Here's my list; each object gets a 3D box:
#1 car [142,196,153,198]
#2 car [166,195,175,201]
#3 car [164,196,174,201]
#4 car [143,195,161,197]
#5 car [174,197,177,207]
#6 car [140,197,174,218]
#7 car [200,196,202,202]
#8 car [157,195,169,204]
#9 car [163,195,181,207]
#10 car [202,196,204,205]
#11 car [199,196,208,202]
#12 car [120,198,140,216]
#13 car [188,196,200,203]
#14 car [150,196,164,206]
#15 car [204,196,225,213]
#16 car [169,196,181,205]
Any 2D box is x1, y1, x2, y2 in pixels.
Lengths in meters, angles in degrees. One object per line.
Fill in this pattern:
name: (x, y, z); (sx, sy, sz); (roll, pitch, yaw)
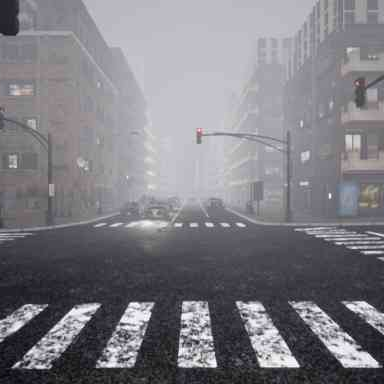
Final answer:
car: (-5.700, 1.533, 37.643); (1.752, 1.417, 4.829); (0, 0, 0)
car: (-5.714, 1.594, 88.954); (2.008, 1.369, 4.403); (0, 0, 0)
car: (-5.712, 1.589, 83.272); (2.008, 1.369, 4.403); (0, 0, 0)
car: (-5.702, 1.326, 43.495); (2.192, 1.841, 5.009); (0, 0, 0)
car: (-3.109, 1.610, 39.861); (1.895, 1.301, 4.718); (0, 0, 0)
car: (-3.099, 1.497, 30.561); (2.128, 1.511, 4.902); (0, 0, 1)
car: (2.676, 1.598, 54.864); (1.802, 1.307, 4.206); (0, 0, 0)
car: (-5.707, 1.464, 66.226); (1.967, 1.590, 4.097); (0, 0, 0)
car: (-3.101, 1.578, 49.838); (1.994, 1.385, 4.181); (0, 0, 0)
car: (2.679, 1.451, 43.499); (1.967, 1.590, 4.097); (0, 0, 0)
car: (2.670, 1.584, 77.594); (2.008, 1.369, 4.403); (0, 0, 0)
car: (-5.698, 1.572, 32.130); (1.947, 1.339, 4.313); (0, 0, 0)
car: (0.025, 1.538, 70.545); (2.128, 1.511, 4.902); (0, 0, 0)
car: (-5.704, 1.457, 54.860); (1.967, 1.590, 4.097); (0, 0, 0)
car: (2.680, 1.448, 37.817); (1.967, 1.590, 4.097); (0, 0, 0)
car: (-3.061, 1.497, 59.848); (1.882, 1.535, 5.008); (0, 0, 0)
